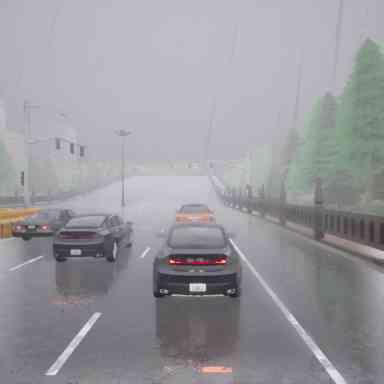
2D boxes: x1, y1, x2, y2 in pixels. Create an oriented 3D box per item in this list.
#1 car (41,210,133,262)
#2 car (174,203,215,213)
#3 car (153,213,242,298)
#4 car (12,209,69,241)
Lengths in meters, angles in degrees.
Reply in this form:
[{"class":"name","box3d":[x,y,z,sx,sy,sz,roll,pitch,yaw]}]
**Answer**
[{"class":"car","box3d":[-3.376,1.505,12.092,1.837,1.490,4.892,0,0,0]},{"class":"car","box3d":[0.133,1.352,17.536,2.097,1.767,4.553,0,0,0]},{"class":"car","box3d":[0.116,1.505,8.522,1.837,1.490,4.892,0,0,0]},{"class":"car","box3d":[-6.868,1.547,16.751,2.033,1.411,5.357,0,0,0]}]
